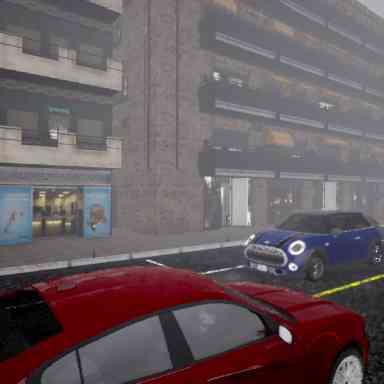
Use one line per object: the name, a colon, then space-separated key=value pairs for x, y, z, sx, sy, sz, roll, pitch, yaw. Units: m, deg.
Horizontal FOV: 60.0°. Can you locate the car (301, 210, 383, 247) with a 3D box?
car: x=7.172 y=1.583 z=15.538 sx=4.206 sy=1.307 sz=1.802 roll=0 pitch=0 yaw=-35

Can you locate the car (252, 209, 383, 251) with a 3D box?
car: x=3.622 y=1.352 z=9.826 sx=4.553 sy=1.767 sz=2.097 roll=0 pitch=0 yaw=-36

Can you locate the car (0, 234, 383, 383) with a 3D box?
car: x=-0.316 y=1.478 z=3.083 sx=5.008 sy=1.535 sz=1.882 roll=0 pitch=0 yaw=-35
